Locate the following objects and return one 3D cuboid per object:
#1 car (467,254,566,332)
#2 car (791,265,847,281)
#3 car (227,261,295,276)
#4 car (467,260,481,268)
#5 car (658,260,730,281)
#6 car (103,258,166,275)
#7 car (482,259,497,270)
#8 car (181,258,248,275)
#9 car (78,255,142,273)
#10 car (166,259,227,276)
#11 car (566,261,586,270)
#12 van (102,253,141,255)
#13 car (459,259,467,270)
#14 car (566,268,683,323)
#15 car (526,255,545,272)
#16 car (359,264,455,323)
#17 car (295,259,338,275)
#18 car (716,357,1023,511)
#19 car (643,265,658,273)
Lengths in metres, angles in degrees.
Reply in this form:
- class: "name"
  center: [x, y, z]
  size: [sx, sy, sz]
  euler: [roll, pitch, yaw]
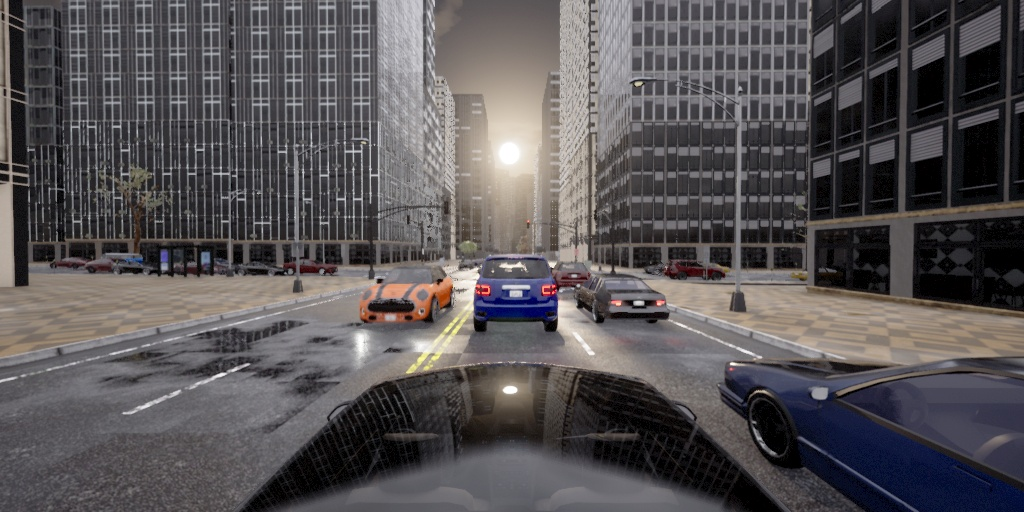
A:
- class: "car"
  center: [0.097, 0.967, 10.990]
  size: [2.150, 2.045, 5.566]
  euler: [0, 0, 0]
- class: "car"
  center: [27.641, 1.576, 31.855]
  size: [4.829, 1.417, 1.751]
  euler: [0, 0, 1]
- class: "car"
  center: [-22.733, 1.171, 32.580]
  size: [4.313, 1.339, 1.948]
  euler: [0, 0, 1]
- class: "car"
  center: [-6.571, 1.299, 62.760]
  size: [1.895, 1.301, 4.718]
  euler: [0, 0, 0]
- class: "car"
  center: [16.192, 1.266, 32.052]
  size: [5.009, 1.841, 2.192]
  euler: [0, 0, 1]
- class: "car"
  center: [-34.097, 1.066, 32.886]
  size: [4.313, 1.339, 1.948]
  euler: [0, 0, 1]
- class: "car"
  center: [-3.337, 1.188, 53.348]
  size: [1.882, 1.535, 5.008]
  euler: [0, 0, 0]
- class: "car"
  center: [-29.269, 0.993, 35.422]
  size: [4.902, 1.511, 2.128]
  euler: [1, 1, 1]
- class: "car"
  center: [-39.541, 0.934, 35.635]
  size: [4.674, 1.442, 1.812]
  euler: [1, 1, 1]
- class: "car"
  center: [-28.417, 1.135, 32.713]
  size: [4.207, 1.307, 1.802]
  euler: [0, 0, 1]
- class: "car"
  center: [3.348, 1.090, 21.400]
  size: [2.097, 1.767, 4.553]
  euler: [0, 0, 0]
- class: "van"
  center: [-45.288, 0.601, 41.547]
  size: [3.998, 1.789, 1.690]
  euler: [0, 0, 1]
- class: "car"
  center: [-6.603, 1.216, 52.457]
  size: [1.837, 1.490, 4.892]
  euler: [0, 0, -1]
- class: "car"
  center: [3.350, 1.292, 11.993]
  size: [2.033, 1.411, 5.357]
  euler: [0, 0, 0]
- class: "car"
  center: [3.066, 0.939, 47.618]
  size: [2.150, 2.045, 5.566]
  euler: [-1, 0, 0]
- class: "car"
  center: [-3.293, 1.096, 12.037]
  size: [2.097, 1.767, 4.553]
  euler: [0, 0, 1]
- class: "car"
  center: [-19.767, 1.065, 35.228]
  size: [5.008, 1.535, 1.882]
  euler: [1, 1, 0]
- class: "car"
  center: [3.350, 1.297, 1.813]
  size: [2.033, 1.411, 5.357]
  euler: [0, 0, 1]
- class: "car"
  center: [16.423, 1.364, 37.825]
  size: [4.892, 1.490, 1.837]
  euler: [1, 1, 1]
